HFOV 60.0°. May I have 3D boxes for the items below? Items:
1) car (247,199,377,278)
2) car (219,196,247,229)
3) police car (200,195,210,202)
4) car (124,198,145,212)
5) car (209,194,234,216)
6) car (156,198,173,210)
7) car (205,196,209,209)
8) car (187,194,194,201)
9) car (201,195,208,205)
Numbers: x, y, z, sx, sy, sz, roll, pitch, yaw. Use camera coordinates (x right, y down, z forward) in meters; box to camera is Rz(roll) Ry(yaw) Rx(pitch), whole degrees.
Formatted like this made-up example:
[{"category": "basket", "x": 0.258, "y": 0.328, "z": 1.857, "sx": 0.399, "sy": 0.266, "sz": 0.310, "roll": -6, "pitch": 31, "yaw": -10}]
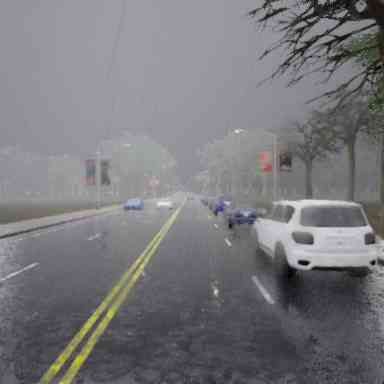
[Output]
[{"category": "car", "x": 3.350, "y": 1.226, "z": 10.243, "sx": 2.150, "sy": 2.045, "sz": 5.566, "roll": 0, "pitch": 0, "yaw": 0}, {"category": "car", "x": 3.230, "y": 1.361, "z": 22.027, "sx": 2.097, "sy": 1.767, "sz": 4.553, "roll": 0, "pitch": 0, "yaw": 0}, {"category": "police car", "x": 2.963, "y": 1.547, "z": 77.084, "sx": 2.038, "sy": 1.542, "sz": 4.974, "roll": 0, "pitch": 0, "yaw": 0}, {"category": "car", "x": -6.662, "y": 1.496, "z": 38.959, "sx": 1.882, "sy": 1.535, "sz": 5.008, "roll": 0, "pitch": 0, "yaw": 0}, {"category": "car", "x": 3.202, "y": 1.236, "z": 33.092, "sx": 2.150, "sy": 2.045, "sz": 5.566, "roll": 0, "pitch": 0, "yaw": 0}, {"category": "car", "x": -3.421, "y": 1.546, "z": 42.333, "sx": 1.812, "sy": 1.442, "sz": 4.674, "roll": 0, "pitch": 0, "yaw": 0}, {"category": "car", "x": 3.160, "y": 1.527, "z": 44.068, "sx": 1.837, "sy": 1.490, "sz": 4.892, "roll": 0, "pitch": 0, "yaw": 0}, {"category": "car", "x": -0.356, "y": 1.443, "z": 86.068, "sx": 1.812, "sy": 1.442, "sz": 4.674, "roll": 0, "pitch": 0, "yaw": -1}, {"category": "car", "x": 3.106, "y": 1.532, "z": 55.103, "sx": 2.163, "sy": 1.488, "sz": 4.792, "roll": 0, "pitch": 0, "yaw": 0}]
